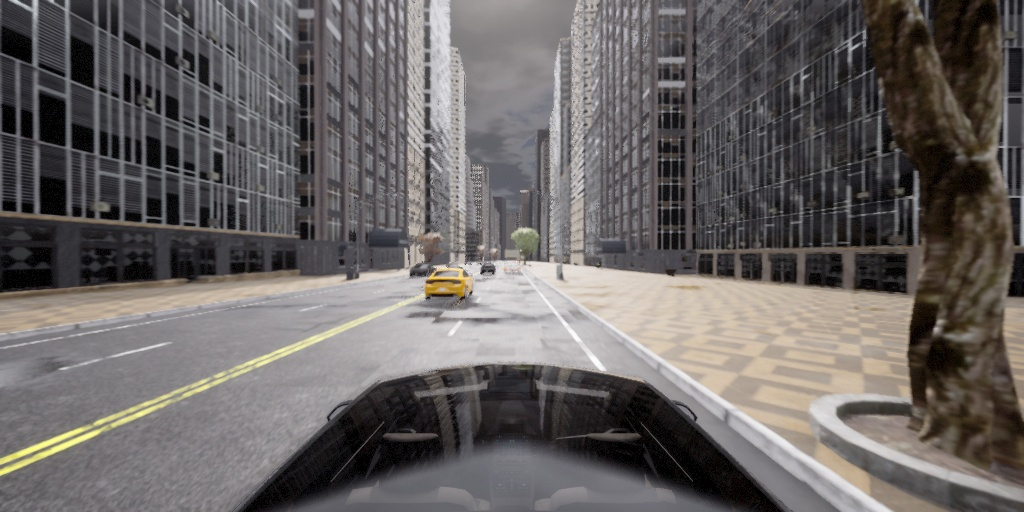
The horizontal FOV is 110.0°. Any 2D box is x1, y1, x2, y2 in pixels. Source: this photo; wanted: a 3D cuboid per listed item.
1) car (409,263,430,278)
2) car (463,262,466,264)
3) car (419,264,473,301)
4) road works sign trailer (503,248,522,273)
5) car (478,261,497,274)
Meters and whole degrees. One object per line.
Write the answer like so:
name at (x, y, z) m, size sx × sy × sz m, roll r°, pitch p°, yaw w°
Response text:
car at (-9.823, 1.570, 39.419) m, size 1.882 × 1.535 × 5.008 m, roll 0°, pitch 0°, yaw 0°
car at (-6.573, 1.619, 39.562) m, size 1.812 × 1.442 × 4.674 m, roll 0°, pitch -1°, yaw 0°
car at (-3.145, 1.381, 18.655) m, size 1.882 × 1.535 × 5.008 m, roll 0°, pitch 0°, yaw 0°
road works sign trailer at (0.031, 0.677, 52.755) m, size 2.380 × 3.560 × 2.880 m, roll 0°, pitch 0°, yaw 1°
car at (-3.136, 1.677, 48.250) m, size 1.837 × 1.490 × 4.892 m, roll 0°, pitch -1°, yaw 0°
